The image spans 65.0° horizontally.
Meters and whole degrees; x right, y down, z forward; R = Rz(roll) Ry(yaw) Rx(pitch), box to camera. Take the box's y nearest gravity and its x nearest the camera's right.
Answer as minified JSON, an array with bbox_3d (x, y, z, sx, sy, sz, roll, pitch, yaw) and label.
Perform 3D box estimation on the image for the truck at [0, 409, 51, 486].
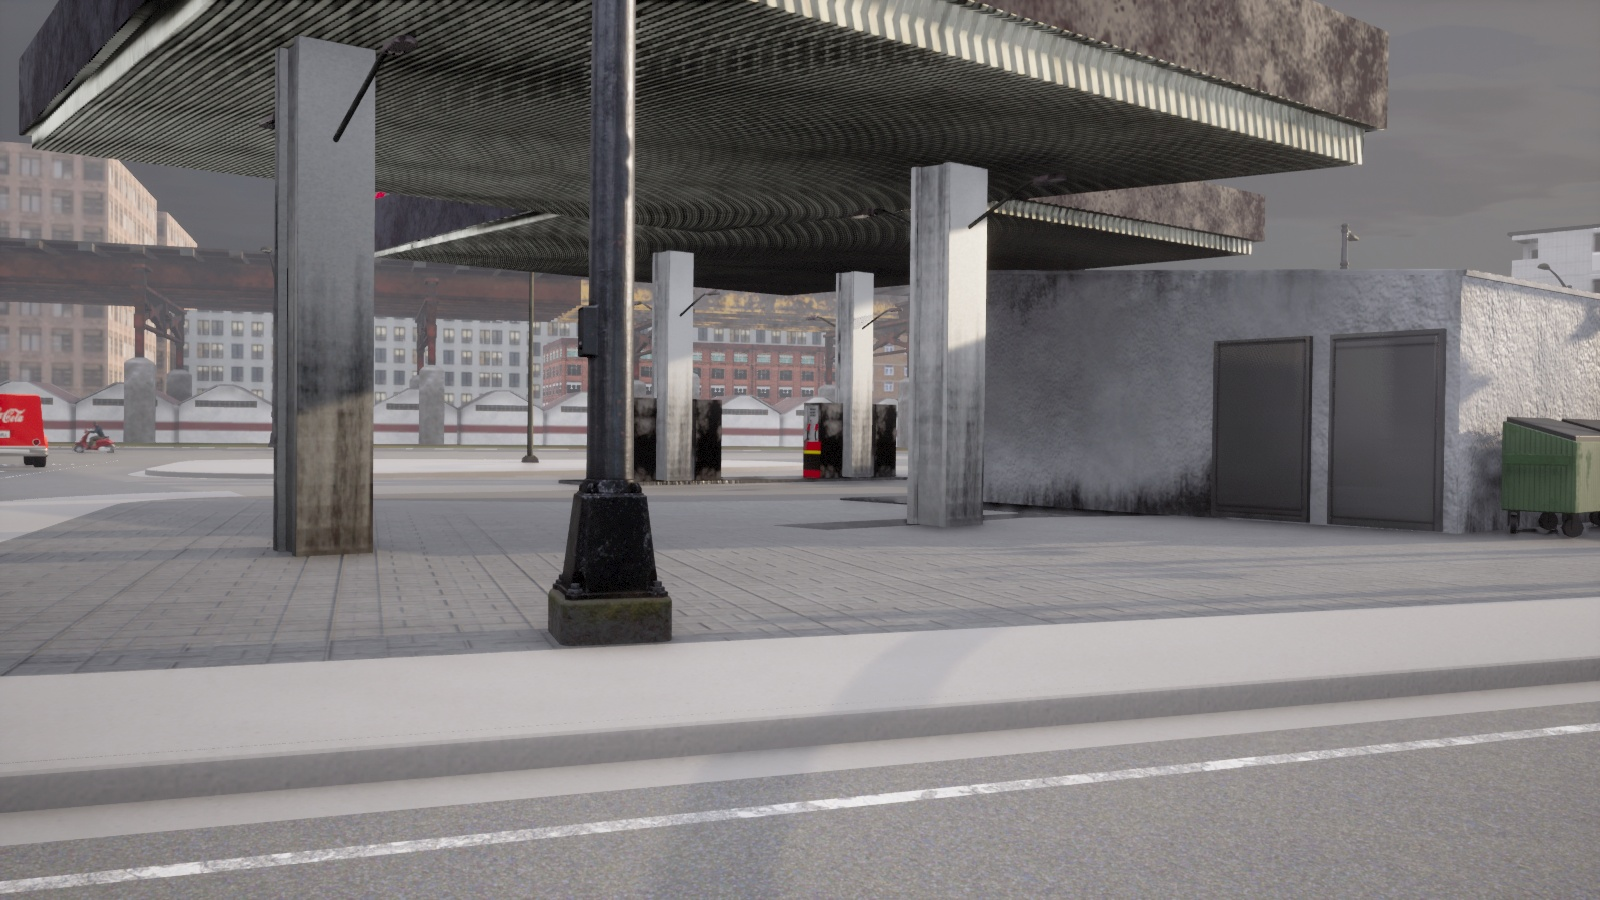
[{"bbox_3d":[-27.017,-0.087,42.456,2.627,2.467,5.204,-1,1,-34],"label":"truck"}]

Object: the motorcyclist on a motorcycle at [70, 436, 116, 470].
[{"bbox_3d":[-34.461,0.128,61.239,1.817,1.590,0.866,-1,1,-19],"label":"motorcyclist on a motorcycle"}]
